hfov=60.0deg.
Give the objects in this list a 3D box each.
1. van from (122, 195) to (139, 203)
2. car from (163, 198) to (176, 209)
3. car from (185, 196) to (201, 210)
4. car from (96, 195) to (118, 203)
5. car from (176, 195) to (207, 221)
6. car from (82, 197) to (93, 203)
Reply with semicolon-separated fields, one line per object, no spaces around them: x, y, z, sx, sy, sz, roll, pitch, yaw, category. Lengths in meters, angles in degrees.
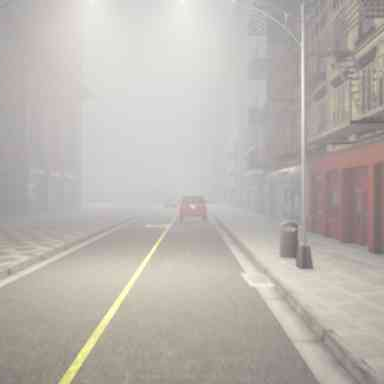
-14.743;1.714;80.059;3.998;1.788;1.690;0;0;-1;van
-3.045;1.659;48.479;1.837;1.490;4.892;0;-1;1;car
0.089;1.486;45.008;2.097;1.767;4.553;0;0;0;car
-20.384;1.687;79.972;5.009;1.841;2.192;0;0;-1;car
0.094;1.267;27.708;2.150;2.045;5.566;0;0;0;car
-26.024;1.934;79.883;4.313;1.339;1.947;0;0;-1;car
